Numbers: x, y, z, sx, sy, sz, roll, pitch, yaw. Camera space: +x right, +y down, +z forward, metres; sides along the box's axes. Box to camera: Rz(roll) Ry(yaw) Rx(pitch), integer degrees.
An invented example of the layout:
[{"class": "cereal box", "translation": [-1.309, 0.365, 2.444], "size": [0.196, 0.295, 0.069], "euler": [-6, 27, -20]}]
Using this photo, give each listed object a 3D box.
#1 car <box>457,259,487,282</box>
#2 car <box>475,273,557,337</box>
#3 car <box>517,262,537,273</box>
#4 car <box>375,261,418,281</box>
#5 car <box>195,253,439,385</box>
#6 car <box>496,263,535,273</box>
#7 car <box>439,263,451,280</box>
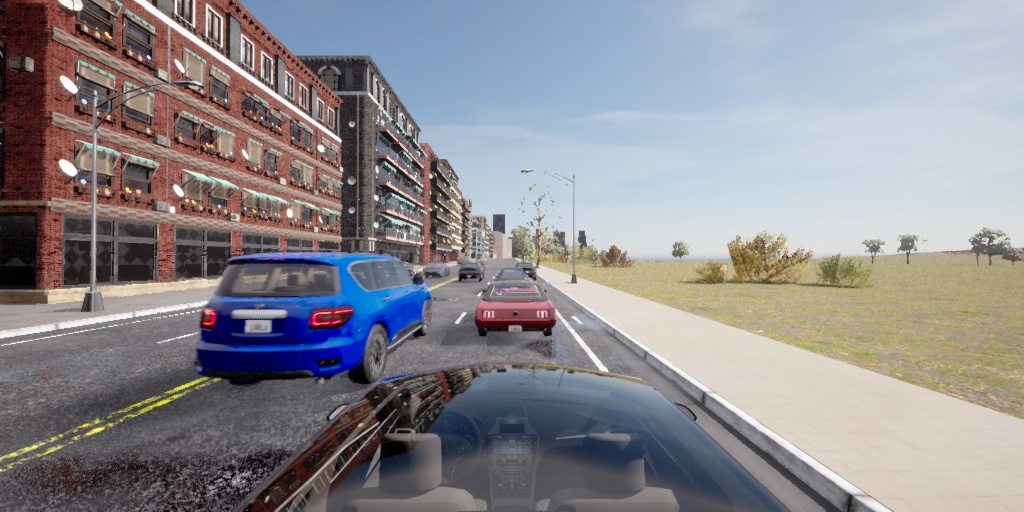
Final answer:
[{"class": "car", "translation": [-3.231, 1.259, 29.423], "size": [1.837, 1.490, 4.892], "euler": [0, 0, 0]}, {"class": "car", "translation": [0.076, 1.352, 10.322], "size": [1.895, 1.301, 4.718], "euler": [0, 0, 0]}, {"class": "car", "translation": [1.054, 1.259, 30.347], "size": [1.837, 1.490, 4.892], "euler": [0, 0, 0]}, {"class": "car", "translation": [-9.938, 1.245, 31.267], "size": [2.128, 1.511, 4.902], "euler": [0, 0, 0]}, {"class": "car", "translation": [-3.166, 0.972, 7.145], "size": [2.150, 2.045, 5.566], "euler": [0, 0, 0]}, {"class": "car", "translation": [0.037, 1.317, 20.353], "size": [1.994, 1.385, 4.181], "euler": [0, 0, 0]}, {"class": "car", "translation": [-6.690, 1.301, 32.066], "size": [2.033, 1.411, 5.357], "euler": [0, 0, 0]}]
